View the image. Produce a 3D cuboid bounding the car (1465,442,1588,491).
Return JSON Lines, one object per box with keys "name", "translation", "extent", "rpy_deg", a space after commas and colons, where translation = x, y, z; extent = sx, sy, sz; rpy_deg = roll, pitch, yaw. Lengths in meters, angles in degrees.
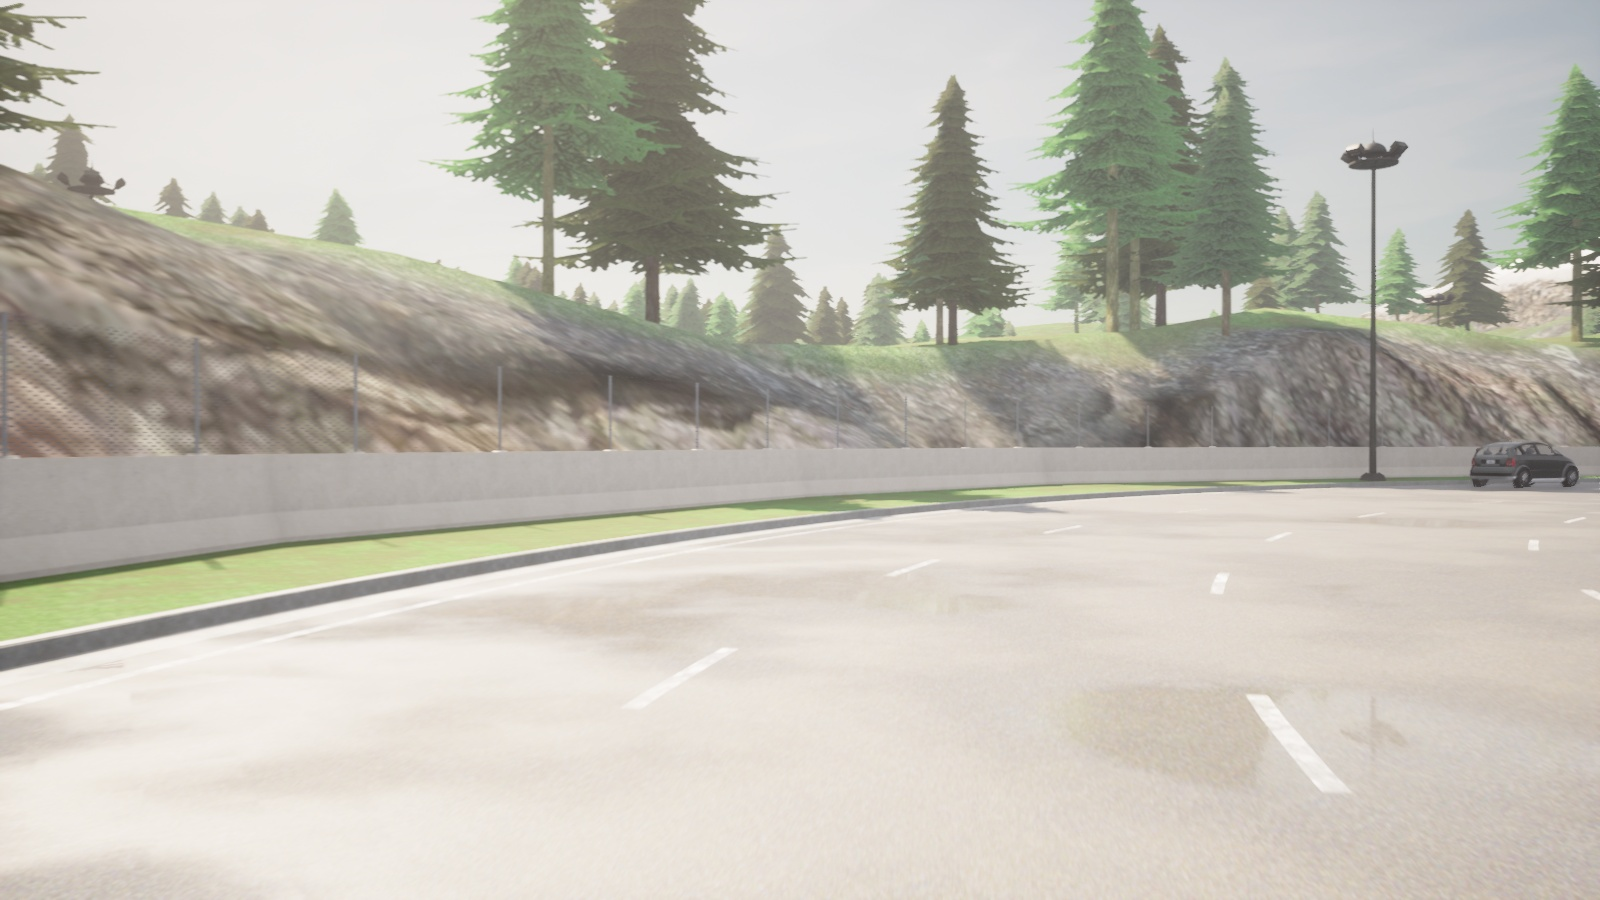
{"name": "car", "translation": [24.322, 0.526, 42.049], "extent": [3.705, 1.549, 1.789], "rpy_deg": [0, 0, -26]}
